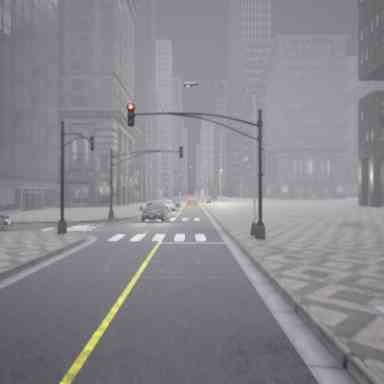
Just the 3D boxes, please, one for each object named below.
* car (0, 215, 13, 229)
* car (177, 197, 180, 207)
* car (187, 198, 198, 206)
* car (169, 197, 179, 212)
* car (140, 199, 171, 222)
[{"bbox_3d":[-14.239,1.781,21.479,4.902,1.511,2.128,-1,0,0],"label":"car"},{"bbox_3d":[-3.045,1.609,54.903,2.097,1.767,4.553,0,0,0],"label":"car"},{"bbox_3d":[0.011,1.767,61.129,1.882,1.535,5.008,0,0,0],"label":"car"},{"bbox_3d":[-3.081,1.721,42.683,1.812,1.442,4.674,0,0,1],"label":"car"},{"bbox_3d":[-3.097,1.635,27.877,1.837,1.490,4.892,0,-1,0],"label":"car"}]
